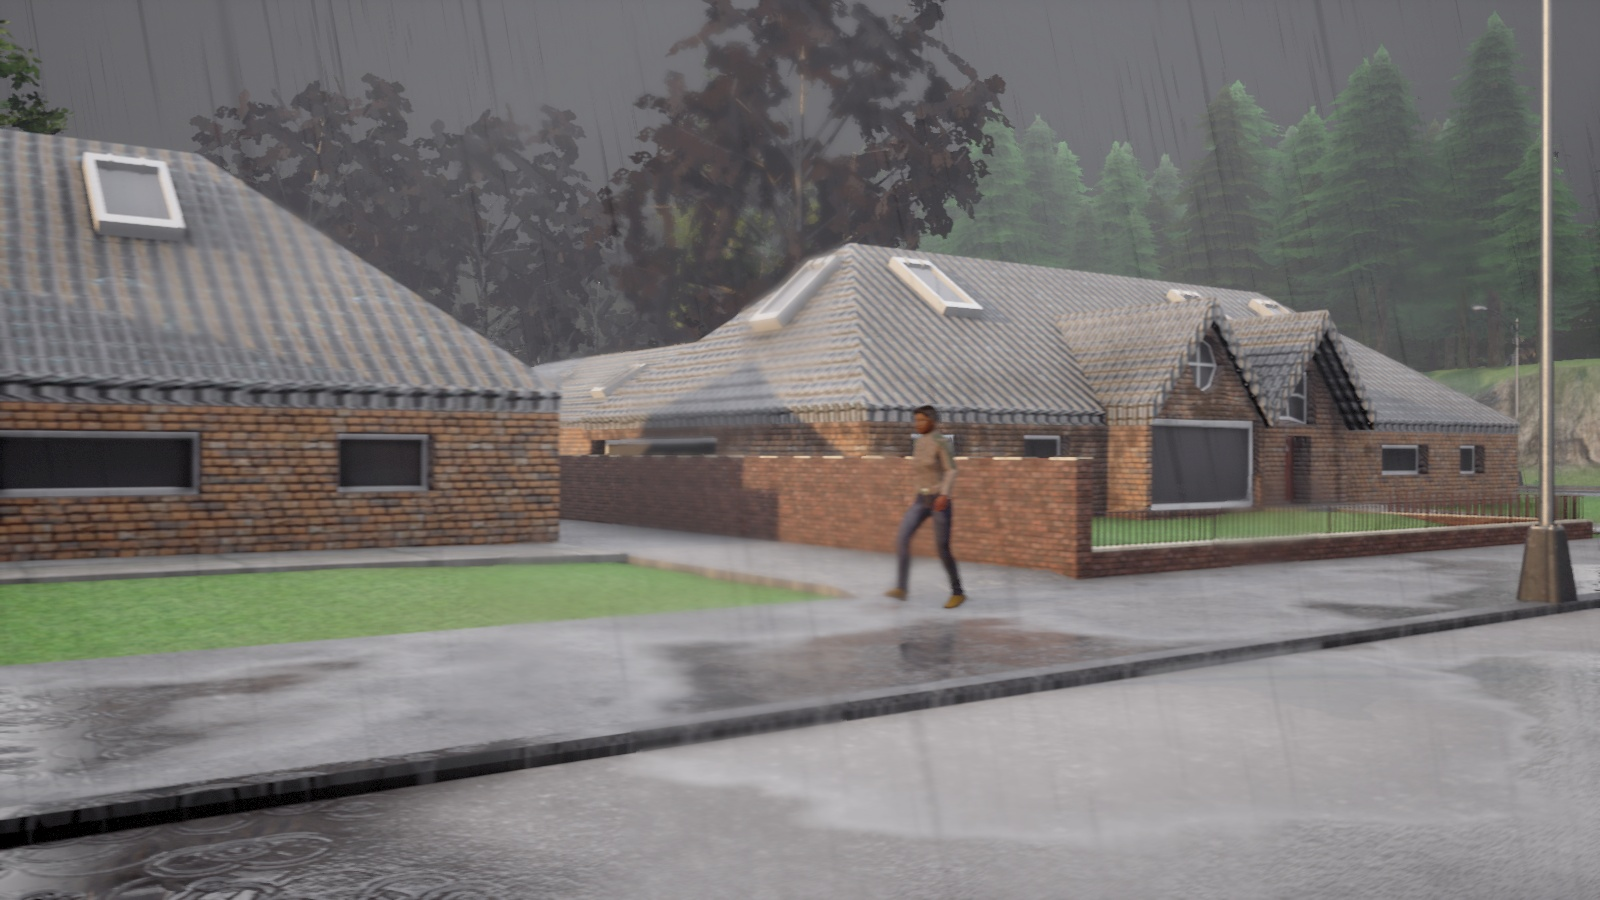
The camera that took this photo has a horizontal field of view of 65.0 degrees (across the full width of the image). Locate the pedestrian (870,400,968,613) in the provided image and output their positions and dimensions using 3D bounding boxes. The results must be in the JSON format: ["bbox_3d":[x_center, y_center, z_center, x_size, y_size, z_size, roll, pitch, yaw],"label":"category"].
[{"bbox_3d":[1.055,0.480,11.048,0.869,1.805,0.328,0,0,-38],"label":"pedestrian"}]
